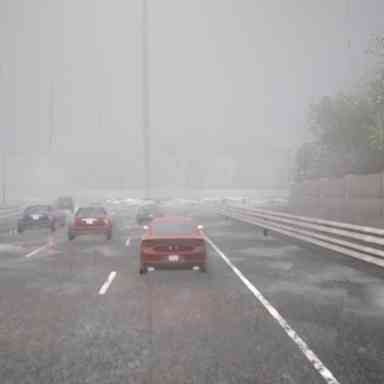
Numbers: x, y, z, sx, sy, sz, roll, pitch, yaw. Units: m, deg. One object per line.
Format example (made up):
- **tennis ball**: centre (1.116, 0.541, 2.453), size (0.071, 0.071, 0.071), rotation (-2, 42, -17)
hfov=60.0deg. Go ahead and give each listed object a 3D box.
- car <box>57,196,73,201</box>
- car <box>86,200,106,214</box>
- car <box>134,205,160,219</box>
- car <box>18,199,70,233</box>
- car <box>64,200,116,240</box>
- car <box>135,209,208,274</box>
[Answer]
- **car**: centre (-15.990, 1.558, 41.657), size (2.150, 2.045, 5.566), rotation (0, 0, -24)
- **car**: centre (-11.824, 1.812, 40.766), size (1.837, 1.490, 4.892), rotation (0, -1, -21)
- **car**: centre (-3.497, 1.740, 26.577), size (1.994, 1.385, 4.181), rotation (0, 0, -13)
- **car**: centre (-9.469, 1.531, 21.340), size (2.097, 1.767, 4.553), rotation (0, 0, -12)
- **car**: centre (-5.287, 1.489, 18.117), size (2.097, 1.767, 4.553), rotation (0, 0, -10)
- **car**: centre (-0.617, 1.546, 10.940), size (1.882, 1.535, 5.008), rotation (0, 0, -3)
